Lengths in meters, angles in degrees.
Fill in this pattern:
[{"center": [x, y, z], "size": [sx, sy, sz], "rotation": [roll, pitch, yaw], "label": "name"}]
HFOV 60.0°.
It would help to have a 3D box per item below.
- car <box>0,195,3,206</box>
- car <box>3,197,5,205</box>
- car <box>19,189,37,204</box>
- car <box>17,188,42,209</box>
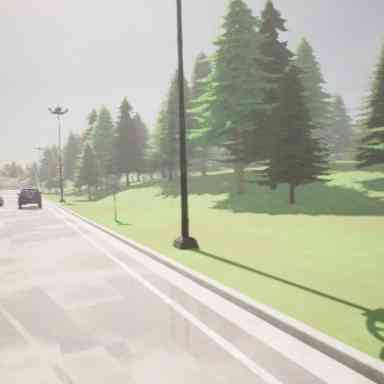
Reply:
[{"center": [-18.241, 1.188, 29.552], "size": [1.895, 1.301, 4.718], "rotation": [-2, 2, -27], "label": "car"}, {"center": [-23.319, 0.977, 39.346], "size": [2.033, 1.411, 5.357], "rotation": [-2, 2, -27], "label": "car"}, {"center": [-22.312, 0.578, 45.225], "size": [2.097, 1.767, 4.553], "rotation": [-2, 2, -27], "label": "car"}, {"center": [-17.062, 0.612, 34.987], "size": [2.150, 2.045, 5.566], "rotation": [-2, 2, -27], "label": "car"}]
